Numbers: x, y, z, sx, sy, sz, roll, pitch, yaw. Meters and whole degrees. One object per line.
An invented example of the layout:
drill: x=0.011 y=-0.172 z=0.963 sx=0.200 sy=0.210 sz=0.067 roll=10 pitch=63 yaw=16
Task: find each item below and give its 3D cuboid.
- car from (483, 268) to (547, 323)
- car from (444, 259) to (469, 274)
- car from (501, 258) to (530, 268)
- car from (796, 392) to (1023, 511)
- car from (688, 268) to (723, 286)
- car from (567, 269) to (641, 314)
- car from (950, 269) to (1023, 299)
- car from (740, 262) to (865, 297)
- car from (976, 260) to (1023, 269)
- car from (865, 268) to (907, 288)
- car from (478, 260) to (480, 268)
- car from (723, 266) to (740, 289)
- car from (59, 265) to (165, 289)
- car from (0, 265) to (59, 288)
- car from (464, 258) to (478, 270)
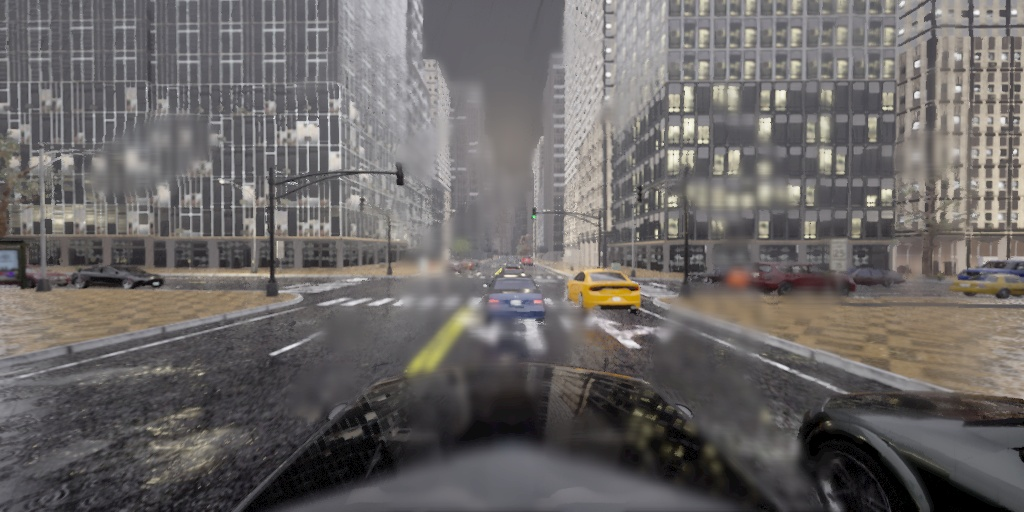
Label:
car: x=0.000 y=1.308 z=12.219 sx=2.033 sy=1.411 sz=5.357 roll=0 pitch=0 yaw=-3
car: x=-6.595 y=1.346 z=41.672 sx=1.994 sy=1.385 sz=4.181 roll=0 pitch=0 yaw=0
car: x=0.110 y=1.214 z=29.527 sx=2.128 sy=1.511 sz=4.902 roll=1 pitch=0 yaw=0
car: x=3.346 y=1.314 z=1.234 sx=1.994 sy=1.385 sz=4.181 roll=0 pitch=0 yaw=0
car: x=15.266 y=1.497 z=26.014 sx=4.718 sy=1.301 sz=1.895 roll=1 pitch=1 yaw=1
car: x=3.346 y=1.247 z=13.932 sx=1.882 sy=1.535 sz=5.008 roll=0 pitch=0 yaw=0
car: x=27.640 y=1.613 z=20.022 sx=4.829 sy=1.417 sz=1.751 roll=0 pitch=0 yaw=1
car: x=16.192 y=1.303 z=20.218 sx=5.009 sy=1.841 sz=2.192 roll=0 pitch=0 yaw=1
car: x=35.683 y=1.294 z=25.652 sx=5.566 sy=2.045 sz=2.150 roll=0 pitch=1 yaw=2
car: x=25.004 y=1.528 z=25.844 sx=5.357 sy=1.411 sz=2.033 roll=1 pitch=1 yaw=1
car: x=-6.506 y=1.295 z=61.874 sx=1.837 sy=1.490 sz=4.892 roll=0 pitch=0 yaw=0
car: x=16.488 y=1.305 z=22.829 sx=4.553 sy=1.767 sz=2.097 roll=1 pitch=1 yaw=1
car: x=-22.733 y=1.209 z=20.743 sx=4.313 sy=1.339 sz=1.948 roll=0 pitch=0 yaw=1
car: x=-28.417 y=1.173 z=20.876 sx=4.207 sy=1.307 sz=1.802 roll=0 pitch=0 yaw=1
car: x=-6.565 y=1.139 z=51.674 sx=2.097 sy=1.767 sz=4.553 roll=0 pitch=0 yaw=0
